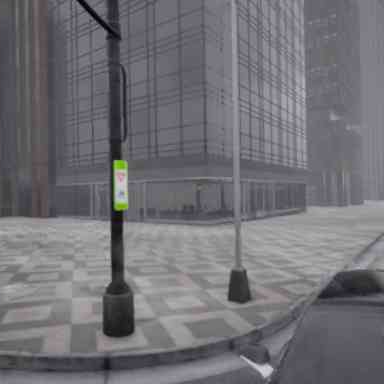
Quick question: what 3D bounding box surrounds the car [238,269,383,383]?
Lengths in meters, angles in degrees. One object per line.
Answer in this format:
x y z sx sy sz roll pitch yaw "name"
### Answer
1.676 1.534 2.616 1.837 1.490 4.892 -1 -2 32 "car"
